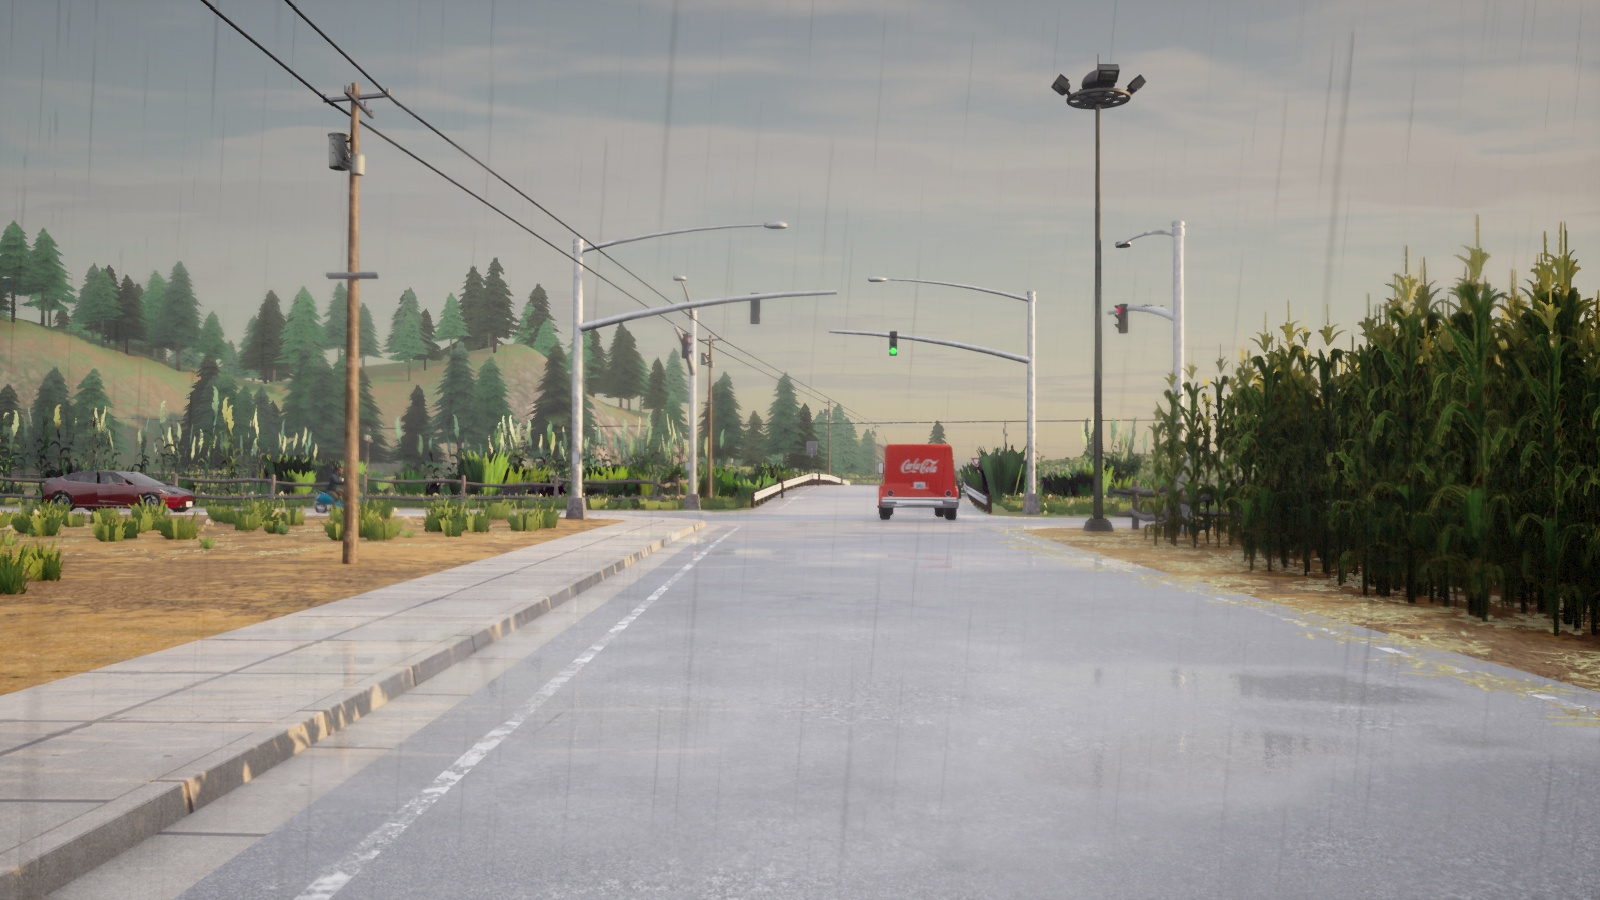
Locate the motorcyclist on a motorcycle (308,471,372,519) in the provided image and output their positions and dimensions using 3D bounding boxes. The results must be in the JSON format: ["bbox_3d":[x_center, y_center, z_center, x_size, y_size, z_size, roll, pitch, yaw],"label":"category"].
[{"bbox_3d":[-15.328,1.496,41.867,1.817,1.590,0.866,0,-1,3],"label":"motorcyclist on a motorcycle"}]

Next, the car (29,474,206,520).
[{"bbox_3d":[-22.884,1.579,42.235,4.792,1.488,2.163,0,-1,3],"label":"car"}]

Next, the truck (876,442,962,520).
[{"bbox_3d":[3.917,1.021,42.336,2.627,2.467,5.204,0,-1,3],"label":"truck"}]
